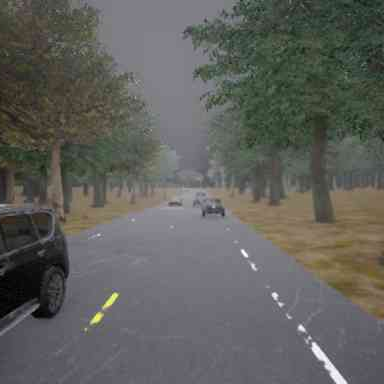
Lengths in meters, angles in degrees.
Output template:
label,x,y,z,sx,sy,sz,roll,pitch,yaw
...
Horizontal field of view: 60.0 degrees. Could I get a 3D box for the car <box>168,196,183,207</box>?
label,x,y,z,sx,sy,sz,roll,pitch,yaw
car,-2.364,1.333,48.284,1.882,1.535,5.008,0,0,2

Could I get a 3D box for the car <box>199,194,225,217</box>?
label,x,y,z,sx,sy,sz,roll,pitch,yaw
car,1.945,1.300,31.142,2.097,1.767,4.553,0,0,2

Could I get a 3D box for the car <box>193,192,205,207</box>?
label,x,y,z,sx,sy,sz,roll,pitch,yaw
car,1.246,1.198,49.411,2.097,1.767,4.553,0,0,2

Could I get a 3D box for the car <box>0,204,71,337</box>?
label,x,y,z,sx,sy,sz,roll,pitch,yaw
car,-3.549,1.235,4.528,2.150,2.045,5.566,0,0,1

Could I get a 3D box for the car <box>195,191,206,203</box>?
label,x,y,z,sx,sy,sz,roll,pitch,yaw
car,1.663,0.933,65.008,2.150,2.045,5.566,0,1,2
